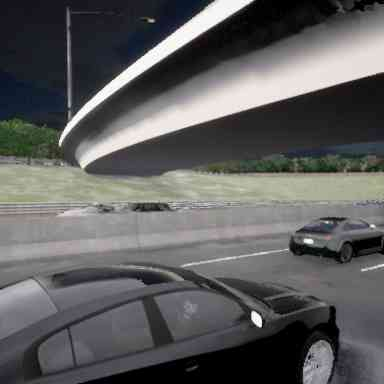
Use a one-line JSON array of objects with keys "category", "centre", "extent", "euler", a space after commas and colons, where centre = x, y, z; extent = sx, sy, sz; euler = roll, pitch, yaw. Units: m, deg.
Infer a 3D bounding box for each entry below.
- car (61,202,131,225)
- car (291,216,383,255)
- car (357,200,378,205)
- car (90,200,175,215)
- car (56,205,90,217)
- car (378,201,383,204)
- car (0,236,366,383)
[{"category": "car", "centre": [-7.058, 1.519, 24.733], "extent": [4.674, 1.442, 1.812], "euler": [0, 0, -36]}, {"category": "car", "centre": [5.395, 1.561, 11.890], "extent": [4.181, 1.385, 1.994], "euler": [0, 0, -35]}, {"category": "car", "centre": [25.855, 1.851, 48.175], "extent": [4.718, 1.301, 1.895], "euler": [1, 0, -35]}, {"category": "car", "centre": [-3.089, 1.345, 18.980], "extent": [4.553, 1.767, 2.097], "euler": [0, 0, -35]}, {"category": "car", "centre": [-6.134, 1.593, 21.109], "extent": [4.718, 1.301, 1.895], "euler": [0, 0, -35]}, {"category": "car", "centre": [27.979, 1.742, 45.394], "extent": [4.902, 1.511, 2.128], "euler": [0, 0, -35]}, {"category": "car", "centre": [-0.480, 1.475, 3.403], "extent": [5.008, 1.535, 1.882], "euler": [0, 0, -35]}]
